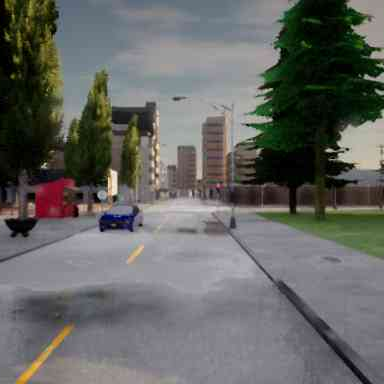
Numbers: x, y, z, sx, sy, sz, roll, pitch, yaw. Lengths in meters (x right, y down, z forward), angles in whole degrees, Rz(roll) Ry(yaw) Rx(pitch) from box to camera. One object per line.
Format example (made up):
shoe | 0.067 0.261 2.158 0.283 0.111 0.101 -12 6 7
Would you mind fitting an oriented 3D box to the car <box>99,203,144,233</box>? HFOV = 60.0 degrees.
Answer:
car | -4.081 1.464 19.848 1.882 1.535 5.008 0 0 0
